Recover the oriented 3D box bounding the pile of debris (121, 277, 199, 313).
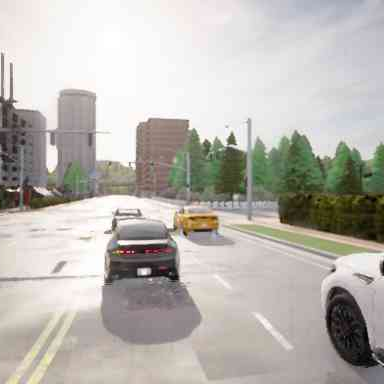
[{"bbox_3d":[-0.775,2.199,7.277,1.500,0.140,1.860,0,0,-11],"label":"pile of debris"}]

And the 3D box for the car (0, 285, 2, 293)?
[{"bbox_3d":[-3.986,1.567,3.487,2.033,1.411,5.357,0,0,-7],"label":"car"}]

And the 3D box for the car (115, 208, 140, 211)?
[{"bbox_3d":[-4.134,1.673,21.166,1.895,1.301,4.718,0,0,-15],"label":"car"}]

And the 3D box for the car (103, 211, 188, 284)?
[{"bbox_3d":[-1.511,1.535,9.757,1.837,1.490,4.892,0,0,-11],"label":"car"}]

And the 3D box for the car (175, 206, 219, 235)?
[{"bbox_3d":[0.133,1.534,19.115,1.882,1.535,5.008,0,0,-11],"label":"car"}]

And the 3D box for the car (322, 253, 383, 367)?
[{"bbox_3d":[3.192,1.225,2.712,2.150,2.045,5.566,0,0,-4],"label":"car"}]

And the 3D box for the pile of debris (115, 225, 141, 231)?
[{"bbox_3d":[-4.048,2.247,20.967,1.500,0.140,1.860,0,0,-14],"label":"pile of debris"}]
